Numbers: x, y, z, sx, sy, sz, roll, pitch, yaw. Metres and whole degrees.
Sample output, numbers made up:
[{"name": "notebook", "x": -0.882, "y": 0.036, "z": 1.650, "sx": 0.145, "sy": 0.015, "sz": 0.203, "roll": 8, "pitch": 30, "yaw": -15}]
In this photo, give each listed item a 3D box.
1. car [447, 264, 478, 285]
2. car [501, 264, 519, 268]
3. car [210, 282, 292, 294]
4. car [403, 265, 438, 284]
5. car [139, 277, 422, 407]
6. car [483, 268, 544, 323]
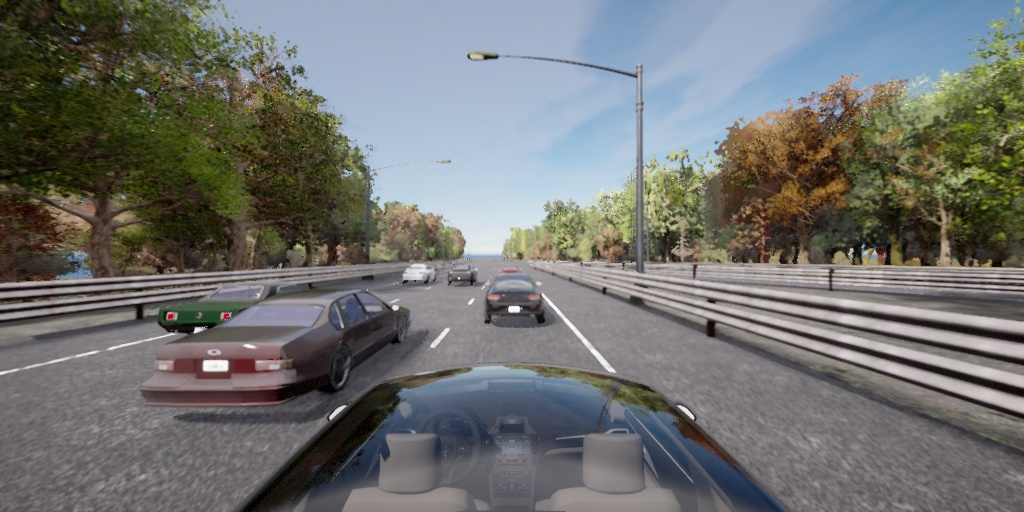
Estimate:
[{"name": "car", "x": -3.638, "y": 1.341, "z": 26.947, "sx": 2.128, "sy": 1.511, "sz": 4.902, "roll": 0, "pitch": 0, "yaw": -1}, {"name": "car", "x": -0.157, "y": 1.379, "z": 28.047, "sx": 1.812, "sy": 1.442, "sz": 4.674, "roll": 0, "pitch": 0, "yaw": -1}, {"name": "car", "x": -6.938, "y": 1.383, "z": 10.229, "sx": 1.895, "sy": 1.301, "sz": 4.718, "roll": 0, "pitch": 0, "yaw": 0}, {"name": "car", "x": -7.156, "y": 1.382, "z": 27.985, "sx": 1.812, "sy": 1.442, "sz": 4.674, "roll": 0, "pitch": 0, "yaw": -1}, {"name": "car", "x": -3.420, "y": 1.315, "z": 6.634, "sx": 2.033, "sy": 1.411, "sz": 5.357, "roll": 0, "pitch": 0, "yaw": 0}, {"name": "car", "x": 0.046, "y": 1.313, "z": 12.226, "sx": 1.812, "sy": 1.442, "sz": 4.674, "roll": 0, "pitch": 0, "yaw": 0}]
